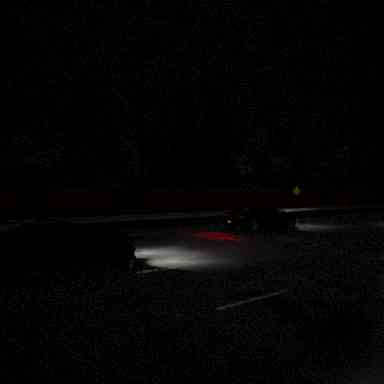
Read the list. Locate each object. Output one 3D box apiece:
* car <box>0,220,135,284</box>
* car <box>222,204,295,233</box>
[{"bbox_3d":[-3.924,1.526,9.556,4.674,1.442,1.812,0,0,-36],"label":"car"},{"bbox_3d":[4.029,1.477,19.627,5.008,1.535,1.882,0,0,-36],"label":"car"}]
